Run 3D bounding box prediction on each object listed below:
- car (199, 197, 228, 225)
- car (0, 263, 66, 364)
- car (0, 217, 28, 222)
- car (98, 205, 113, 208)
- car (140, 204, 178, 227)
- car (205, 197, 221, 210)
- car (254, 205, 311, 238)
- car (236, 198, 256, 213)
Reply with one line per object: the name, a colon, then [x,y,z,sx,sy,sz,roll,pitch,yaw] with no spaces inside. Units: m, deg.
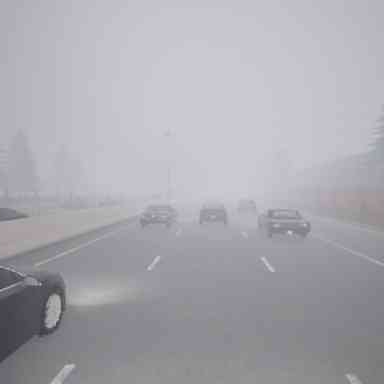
car: [1.521,1.405,23.781,1.882,1.535,5.008,0,0,4]
car: [-3.140,1.491,3.793,1.837,1.490,4.892,0,0,2]
car: [-9.720,1.424,15.572,1.882,1.535,5.008,0,0,4]
car: [-11.329,1.418,45.429,1.994,1.385,4.181,0,0,4]
car: [-2.098,1.478,22.038,2.033,1.411,5.357,0,0,4]
car: [2.680,1.398,42.217,1.812,1.442,4.674,0,0,4]
car: [4.628,1.550,17.449,1.895,1.301,4.718,0,0,4]
car: [5.760,1.387,35.421,2.128,1.511,4.902,0,0,4]
